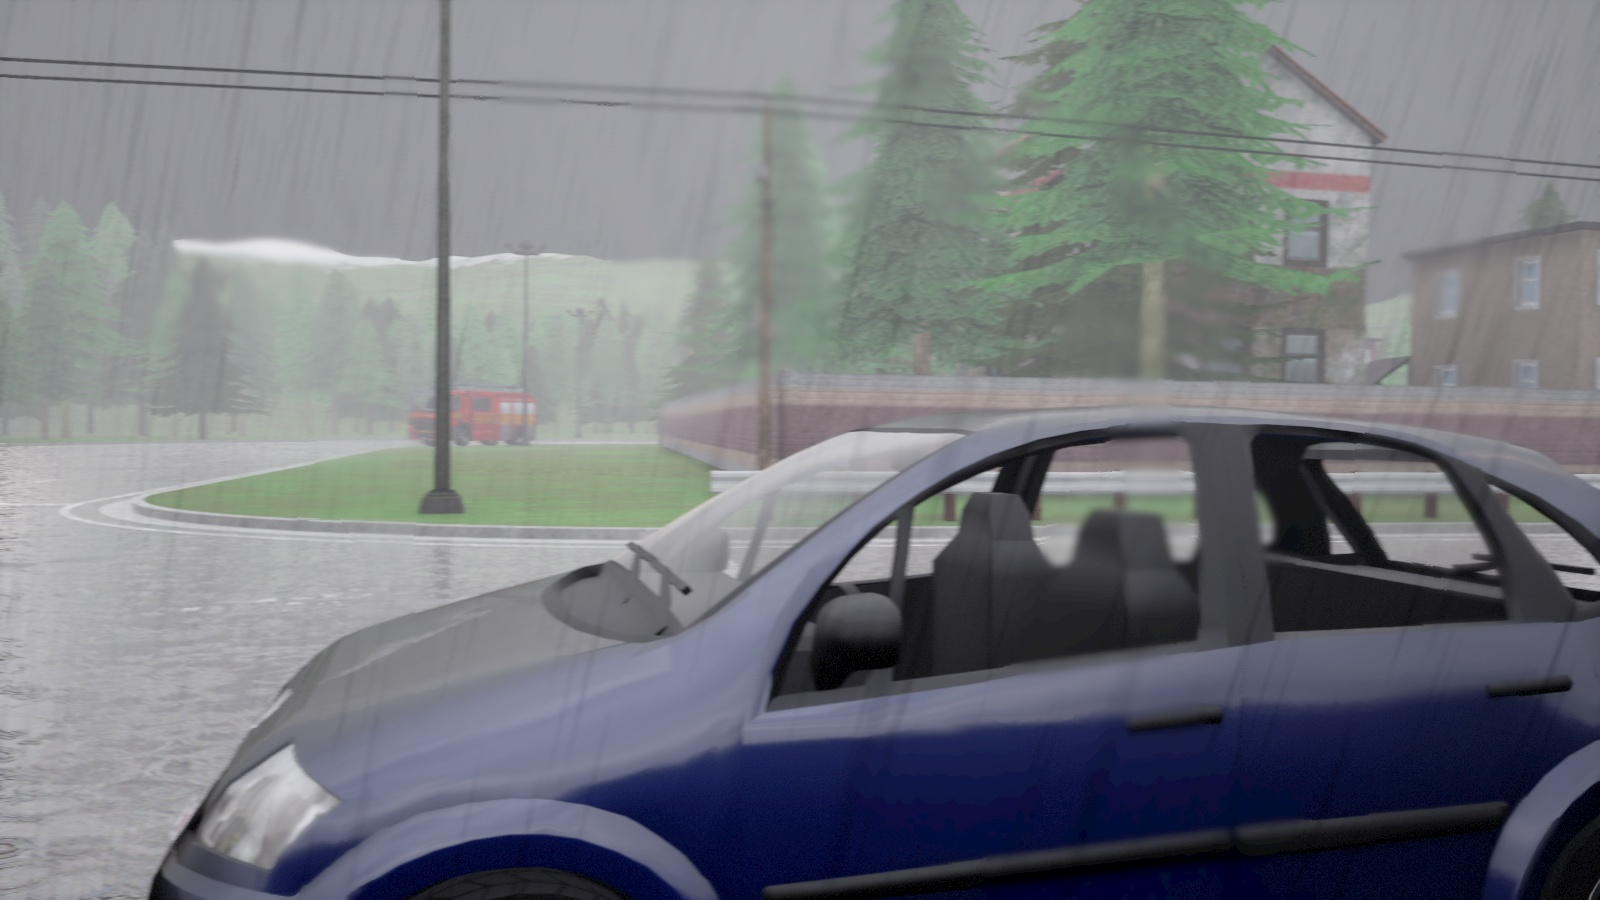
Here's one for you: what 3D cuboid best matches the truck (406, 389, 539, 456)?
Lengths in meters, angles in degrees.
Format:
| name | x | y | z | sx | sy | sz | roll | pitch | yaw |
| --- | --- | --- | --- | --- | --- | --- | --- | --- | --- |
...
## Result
| name | x | y | z | sx | sy | sz | roll | pitch | yaw |
| --- | --- | --- | --- | --- | --- | --- | --- | --- | --- |
| truck | -19.813 | -1.683 | 76.648 | 2.891 | 3.827 | 8.468 | 0 | 1 | 27 |

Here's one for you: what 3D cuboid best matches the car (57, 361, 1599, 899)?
| name | x | y | z | sx | sy | sz | roll | pitch | yaw |
| --- | --- | --- | --- | --- | --- | --- | --- | --- | --- |
| car | 0.504 | 0.622 | 3.436 | 3.988 | 1.617 | 1.851 | -1 | 1 | -15 |
